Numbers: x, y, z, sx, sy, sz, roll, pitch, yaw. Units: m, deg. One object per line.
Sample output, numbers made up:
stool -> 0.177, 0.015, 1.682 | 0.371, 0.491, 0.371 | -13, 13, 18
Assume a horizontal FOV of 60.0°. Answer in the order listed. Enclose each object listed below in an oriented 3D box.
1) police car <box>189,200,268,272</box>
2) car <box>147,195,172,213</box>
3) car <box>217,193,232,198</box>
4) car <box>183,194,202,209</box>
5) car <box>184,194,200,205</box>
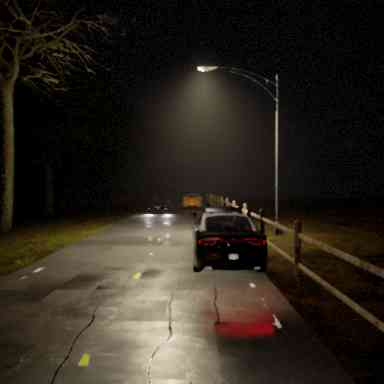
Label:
police car -> 0.961, 1.254, 10.290 | 1.930, 1.638, 5.238 | 0, 1, 0
car -> -2.851, 1.047, 29.810 | 1.837, 1.490, 4.892 | 0, 1, 0
car -> 8.139, 1.093, 82.909 | 1.812, 1.442, 4.674 | 0, 0, 39
car -> 0.060, 0.966, 34.902 | 1.882, 1.535, 5.008 | 0, 0, 1
car -> 0.008, 0.988, 46.961 | 2.033, 1.411, 5.357 | 0, 0, 0
